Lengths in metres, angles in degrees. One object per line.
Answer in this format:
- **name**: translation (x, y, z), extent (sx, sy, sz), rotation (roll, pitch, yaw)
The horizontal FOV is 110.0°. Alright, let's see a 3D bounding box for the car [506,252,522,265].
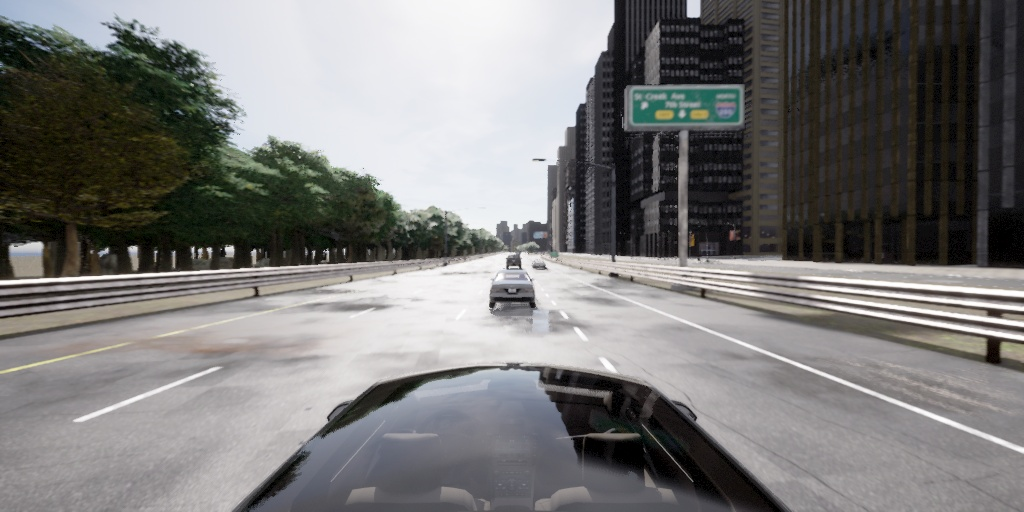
- **car**: translation (0.267, 0.815, 51.803), extent (2.150, 2.045, 5.566), rotation (0, 0, 1)

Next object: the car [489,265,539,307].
- **car**: translation (0.017, 1.291, 15.496), extent (2.033, 1.411, 5.357), rotation (0, 0, 0)

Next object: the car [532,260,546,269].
- **car**: translation (3.875, 1.191, 52.411), extent (1.895, 1.301, 4.718), rotation (0, 0, 1)
